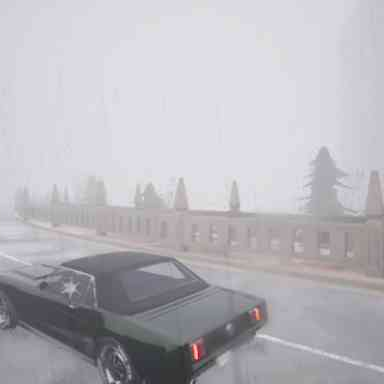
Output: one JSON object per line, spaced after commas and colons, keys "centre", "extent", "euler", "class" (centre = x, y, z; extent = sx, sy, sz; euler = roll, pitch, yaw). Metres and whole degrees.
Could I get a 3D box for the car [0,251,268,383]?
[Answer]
{"centre": [-1.362, 1.625, 5.210], "extent": [4.718, 1.301, 1.895], "euler": [0, 0, 38], "class": "car"}
